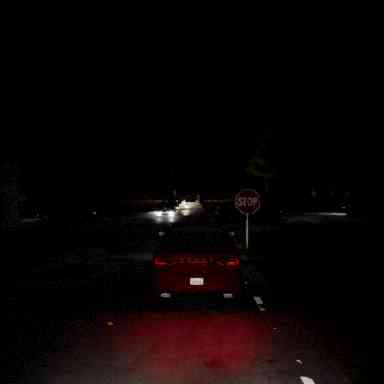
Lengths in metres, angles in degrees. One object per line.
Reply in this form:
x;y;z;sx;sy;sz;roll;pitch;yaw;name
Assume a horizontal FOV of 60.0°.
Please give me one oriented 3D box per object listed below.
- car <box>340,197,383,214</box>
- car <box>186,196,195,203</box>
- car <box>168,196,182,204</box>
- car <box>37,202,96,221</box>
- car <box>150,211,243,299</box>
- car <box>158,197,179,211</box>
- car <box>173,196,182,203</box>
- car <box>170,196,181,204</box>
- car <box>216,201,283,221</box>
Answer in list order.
15.196;1.143;28.885;4.181;1.385;1.994;-1;1;0;car
-0.330;1.612;71.897;1.994;1.385;4.181;0;0;0;car
-3.065;1.371;52.065;2.097;1.767;4.553;0;0;0;car
-10.838;1.642;28.842;4.892;1.490;1.837;-1;1;0;car
0.121;1.475;8.524;1.882;1.535;5.008;0;0;1;car
-3.101;1.608;41.648;1.895;1.301;4.718;0;0;3;car
-3.157;1.609;73.600;1.994;1.385;4.181;0;0;0;car
-3.109;1.512;63.389;1.882;1.535;5.008;0;0;0;car
4.321;1.358;25.181;5.008;1.535;1.882;-1;1;0;car
